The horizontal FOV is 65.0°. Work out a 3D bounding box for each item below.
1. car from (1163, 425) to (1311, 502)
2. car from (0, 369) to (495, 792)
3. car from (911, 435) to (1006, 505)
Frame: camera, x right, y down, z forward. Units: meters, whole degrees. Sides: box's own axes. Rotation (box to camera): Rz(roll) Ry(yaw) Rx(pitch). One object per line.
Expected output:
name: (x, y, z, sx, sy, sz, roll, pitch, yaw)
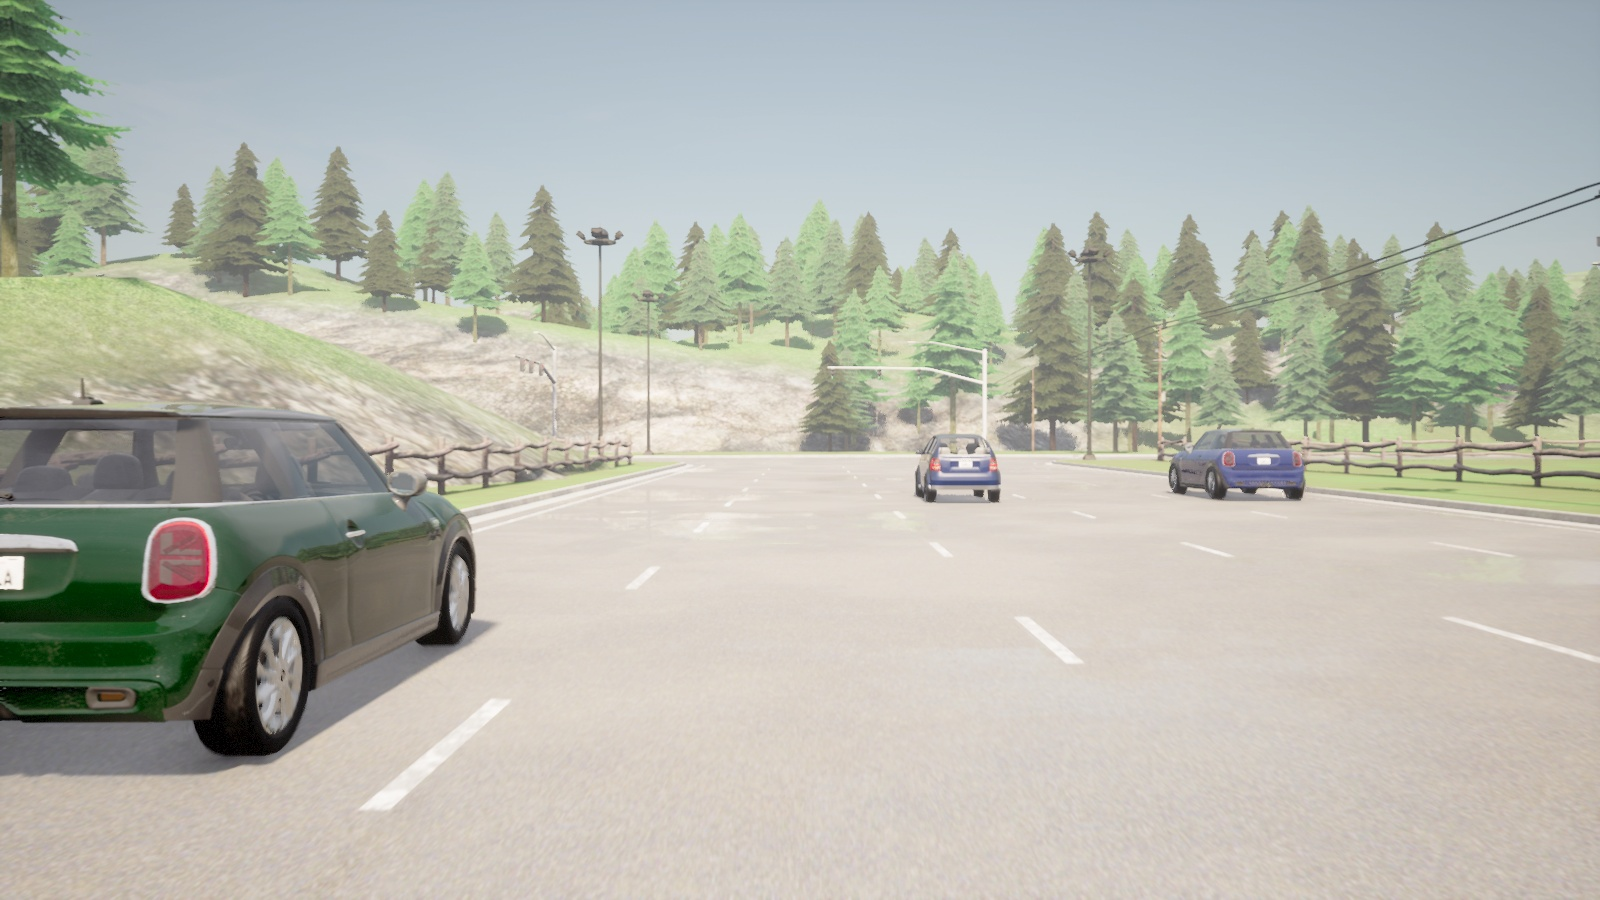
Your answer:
car: (10.688, 0.290, 31.087, 2.097, 1.767, 4.553, 0, 1, 0)
car: (-3.443, 0.523, 7.525, 2.097, 1.767, 4.553, 0, 1, 0)
car: (3.680, 0.419, 29.734, 1.789, 1.549, 3.705, 0, 1, 0)
